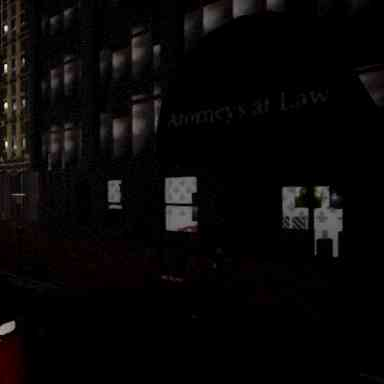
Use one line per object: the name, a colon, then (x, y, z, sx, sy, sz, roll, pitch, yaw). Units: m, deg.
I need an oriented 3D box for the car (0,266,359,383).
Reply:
car: (-0.729, 1.546, 3.404, 4.507, 1.381, 1.887, 0, -1, 35)
